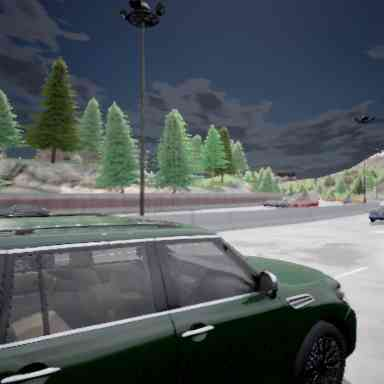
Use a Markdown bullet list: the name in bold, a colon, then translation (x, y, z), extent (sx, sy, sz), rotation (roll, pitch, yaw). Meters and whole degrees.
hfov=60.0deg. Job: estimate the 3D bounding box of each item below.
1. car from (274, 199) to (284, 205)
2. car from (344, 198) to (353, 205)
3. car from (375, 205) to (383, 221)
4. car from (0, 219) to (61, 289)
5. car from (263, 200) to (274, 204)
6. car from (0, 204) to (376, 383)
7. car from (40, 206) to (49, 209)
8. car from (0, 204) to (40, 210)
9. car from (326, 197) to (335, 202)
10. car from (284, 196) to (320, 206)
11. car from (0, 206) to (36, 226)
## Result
- **car**: translation (15.863, 1.808, 54.942), extent (2.097, 1.767, 4.553), rotation (0, -1, 36)
- **car**: translation (35.592, 2.132, 75.824), extent (1.837, 1.490, 4.892), rotation (0, 0, 25)
- **car**: translation (16.102, 1.785, 27.284), extent (2.033, 1.411, 5.357), rotation (0, -1, 43)
- **car**: translation (-5.994, 1.560, 8.126), extent (4.892, 1.490, 1.837), rotation (1, -1, -36)
- **car**: translation (13.969, 2.044, 58.333), extent (1.994, 1.385, 4.181), rotation (0, -1, 35)
- **car**: translation (-0.662, 1.248, 3.255), extent (5.566, 2.045, 2.150), rotation (0, 0, -37)
- **car**: translation (-14.537, 1.731, 28.201), extent (4.674, 1.442, 1.812), rotation (0, -1, -38)
- **car**: translation (-12.606, 1.627, 20.906), extent (5.008, 1.535, 1.882), rotation (0, 0, -37)
- **car**: translation (35.903, 2.043, 86.191), extent (1.837, 1.490, 4.892), rotation (0, 0, 19)
- **car**: translation (13.908, 1.567, 41.011), extent (2.150, 2.045, 5.566), rotation (0, -1, 40)
- **car**: translation (-14.102, 1.774, 24.113), extent (4.718, 1.301, 1.895), rotation (0, -1, -37)
